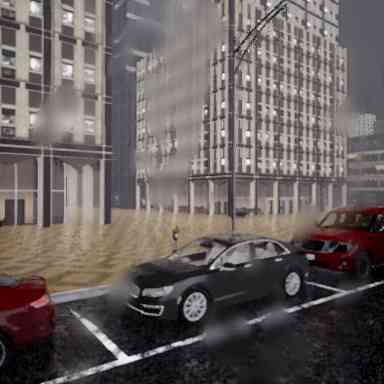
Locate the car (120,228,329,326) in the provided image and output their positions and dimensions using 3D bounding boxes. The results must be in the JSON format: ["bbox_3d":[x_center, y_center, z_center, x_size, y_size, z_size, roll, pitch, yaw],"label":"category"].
[{"bbox_3d":[0.671,1.595,7.047,4.403,1.369,2.008,1,-1,-36],"label":"car"}]

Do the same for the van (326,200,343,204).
[{"bbox_3d":[34.940,2.817,82.070,1.690,1.788,3.998,-1,0,-36],"label":"van"}]

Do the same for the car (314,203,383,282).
[{"bbox_3d":[5.171,1.413,10.259,5.009,1.841,2.192,1,-1,-36],"label":"car"}]

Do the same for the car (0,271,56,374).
[{"bbox_3d":[-3.829,1.572,3.835,4.206,1.307,1.802,1,-1,-36],"label":"car"}]
